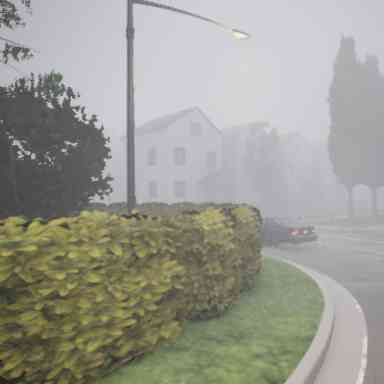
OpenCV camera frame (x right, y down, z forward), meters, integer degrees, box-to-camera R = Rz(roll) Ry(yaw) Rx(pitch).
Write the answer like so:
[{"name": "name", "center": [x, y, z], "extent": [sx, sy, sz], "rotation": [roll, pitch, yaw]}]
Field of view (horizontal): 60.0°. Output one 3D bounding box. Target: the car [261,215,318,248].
[{"name": "car", "center": [3.552, 1.854, 16.648], "extent": [2.033, 1.411, 5.357], "rotation": [0, -1, -35]}]
